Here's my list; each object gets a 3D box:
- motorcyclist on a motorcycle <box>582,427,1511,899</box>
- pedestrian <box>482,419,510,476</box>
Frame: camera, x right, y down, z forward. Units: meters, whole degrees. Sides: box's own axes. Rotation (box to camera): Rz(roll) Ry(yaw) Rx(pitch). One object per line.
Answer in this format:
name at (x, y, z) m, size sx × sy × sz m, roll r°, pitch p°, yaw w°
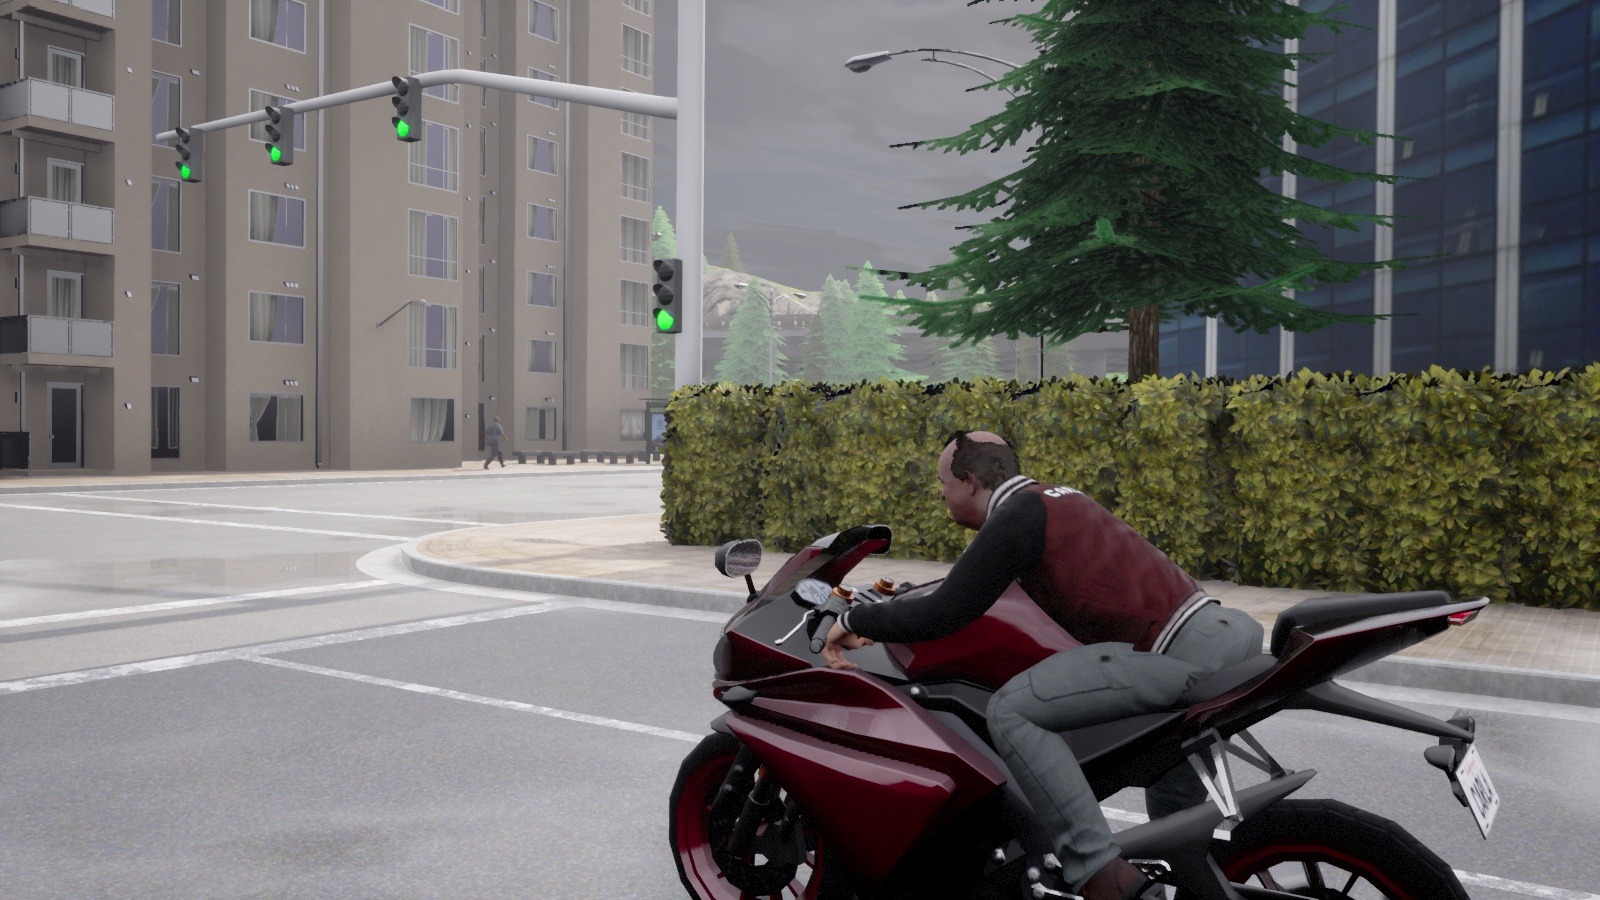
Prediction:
motorcyclist on a motorcycle at (0.552, 0.717, 3.257) m, size 2.191 × 1.530 × 0.866 m, roll 0°, pitch 1°, yaw 34°
pedestrian at (-10.036, -0.086, 41.520) m, size 0.540 × 1.848 × 0.694 m, roll 0°, pitch 1°, yaw 41°
